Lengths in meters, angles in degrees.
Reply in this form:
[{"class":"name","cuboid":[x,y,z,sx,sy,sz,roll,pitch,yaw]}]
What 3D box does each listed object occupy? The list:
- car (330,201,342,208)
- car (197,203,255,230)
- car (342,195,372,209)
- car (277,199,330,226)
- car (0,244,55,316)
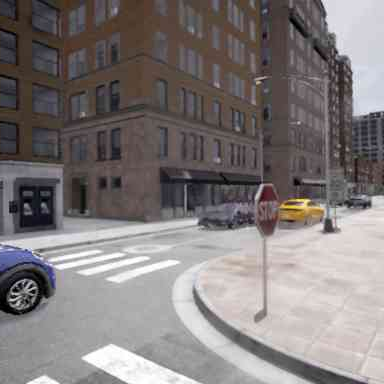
[{"class":"car","cuboid":[17.917,1.093,40.802,1.837,1.490,4.892,-1,-1,37]},{"class":"car","cuboid":[2.530,1.353,20.045,2.033,1.411,5.357,-1,0,36]},{"class":"car","cuboid":[18.626,1.050,36.880,2.128,1.511,4.902,-1,0,36]},{"class":"car","cuboid":[6.822,1.204,20.892,1.882,1.535,5.008,-1,0,36]},{"class":"car","cuboid":[-4.627,1.305,5.348,2.097,1.767,4.553,0,1,36]}]
